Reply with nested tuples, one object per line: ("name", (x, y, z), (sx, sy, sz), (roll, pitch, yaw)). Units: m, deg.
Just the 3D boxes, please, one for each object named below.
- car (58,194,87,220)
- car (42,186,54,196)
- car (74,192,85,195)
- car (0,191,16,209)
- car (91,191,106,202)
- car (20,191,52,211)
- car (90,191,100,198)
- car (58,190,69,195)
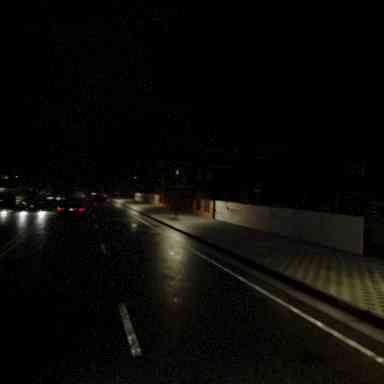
("car", (-8.620, 1.166, 24.039), (2.033, 1.411, 5.357), (2, 0, -18))
("car", (-30.629, -0.245, 70.785), (2.150, 2.045, 5.566), (2, 0, -18))
("car", (-20.942, 0.655, 62.187), (1.812, 1.442, 4.674), (2, 0, -18))
("car", (-18.013, 0.722, 31.385), (1.882, 1.535, 5.008), (2, 0, -18))
("car", (-15.591, 0.863, 56.189), (1.812, 1.442, 4.674), (2, 0, -18))
("car", (-14.340, 0.914, 30.563), (1.812, 1.442, 4.674), (2, 0, -18))
("car", (-22.500, 0.601, 77.255), (2.128, 1.511, 4.902), (2, 0, -18))
("car", (-26.757, 0.340, 69.310), (1.882, 1.535, 5.008), (2, 0, -18))
